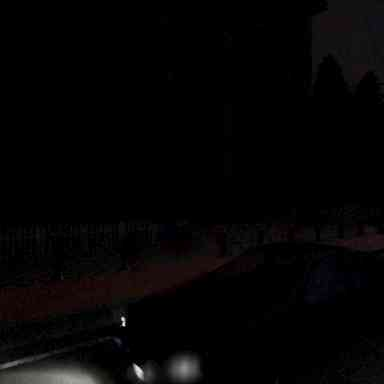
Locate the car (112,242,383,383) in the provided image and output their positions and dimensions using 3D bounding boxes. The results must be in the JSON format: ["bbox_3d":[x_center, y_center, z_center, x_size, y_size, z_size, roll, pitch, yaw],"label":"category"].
[{"bbox_3d":[1.601,1.541,5.116,5.357,1.411,2.033,0,0,-35],"label":"car"}]
